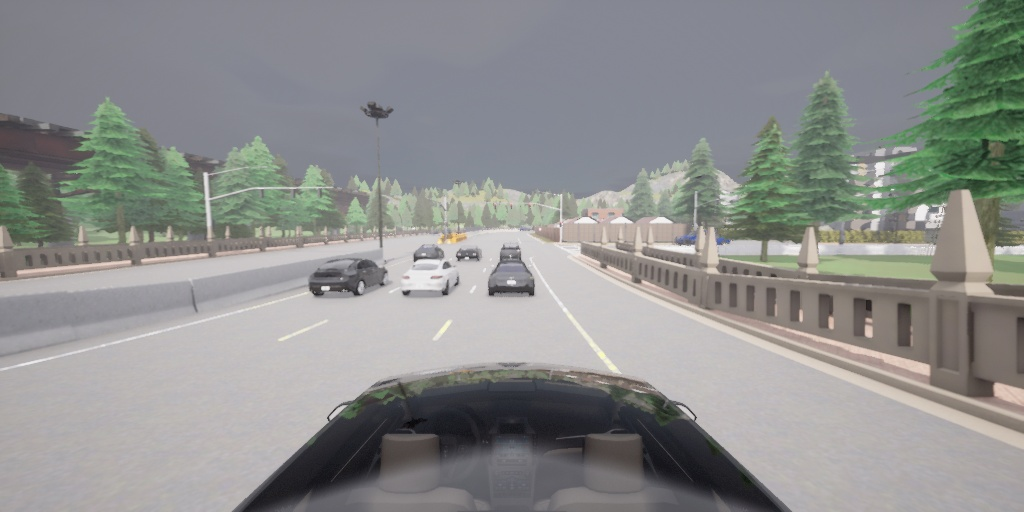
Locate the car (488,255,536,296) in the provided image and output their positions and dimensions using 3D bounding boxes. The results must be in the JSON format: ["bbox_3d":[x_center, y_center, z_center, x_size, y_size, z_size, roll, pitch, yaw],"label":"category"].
[{"bbox_3d":[-0.027,0.873,15.936,1.994,1.385,4.181,0,3,0],"label":"car"}]

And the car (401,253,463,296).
[{"bbox_3d":[-3.527,0.835,15.914,1.812,1.442,4.674,0,4,0],"label":"car"}]

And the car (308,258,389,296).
[{"bbox_3d":[-7.027,0.819,15.893,1.837,1.490,4.892,0,3,0],"label":"car"}]

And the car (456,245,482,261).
[{"bbox_3d":[-3.611,-0.295,30.886,1.895,1.301,4.718,0,5,0],"label":"car"}]

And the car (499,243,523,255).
[{"bbox_3d":[-0.111,-0.415,30.865,2.128,1.511,4.902,0,5,0],"label":"car"}]

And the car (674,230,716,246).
[{"bbox_3d":[25.741,-2.557,50.214,5.566,2.045,2.150,0,5,1],"label":"car"}]

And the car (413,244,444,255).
[{"bbox_3d":[-7.110,-0.336,30.833,1.994,1.385,4.181,0,5,0],"label":"car"}]

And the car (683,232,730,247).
[{"bbox_3d":[25.682,-2.003,46.749,5.008,1.535,1.882,0,5,1],"label":"car"}]
